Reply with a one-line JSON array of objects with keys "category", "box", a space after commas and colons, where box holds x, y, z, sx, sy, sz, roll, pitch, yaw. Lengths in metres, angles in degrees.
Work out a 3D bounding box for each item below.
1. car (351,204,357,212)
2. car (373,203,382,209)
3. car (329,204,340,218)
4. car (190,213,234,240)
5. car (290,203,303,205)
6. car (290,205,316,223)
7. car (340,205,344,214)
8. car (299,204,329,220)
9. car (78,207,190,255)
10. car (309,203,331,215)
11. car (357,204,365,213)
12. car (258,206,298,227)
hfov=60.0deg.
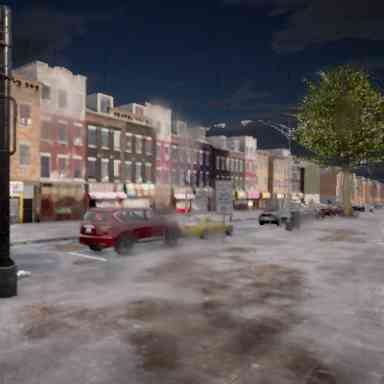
[{"category": "car", "box": [23.248, 2.655, 50.751, 2.008, 1.369, 4.403, -1, -2, 36]}, {"category": "car", "box": [45.847, 3.439, 82.305, 2.008, 1.369, 4.403, -1, -2, 36]}, {"category": "car", "box": [16.792, 2.433, 41.737, 1.887, 1.381, 4.507, -1, -2, 36]}, {"category": "car", "box": [0.748, 1.899, 19.336, 1.752, 1.417, 4.829, -1, -1, 36]}, {"category": "car", "box": [13.310, 2.168, 41.291, 2.097, 1.767, 4.553, 1, -1, 36]}, {"category": "car", "box": [10.334, 2.229, 32.721, 2.008, 1.369, 4.403, -1, -1, 36]}, {"category": "car", "box": [20.020, 2.436, 46.246, 1.967, 1.590, 4.097, -1, -2, 36]}, {"category": "car", "box": [13.563, 2.365, 37.228, 1.802, 1.307, 4.206, -1, -1, 36]}, {"category": "car", "box": [-2.580, 1.584, 14.694, 2.192, 1.841, 5.009, -1, -1, 36]}, {"category": "car", "box": [19.043, 2.484, 49.382, 1.882, 1.535, 5.008, 1, -1, 36]}, {"category": "car", "box": [29.180, 2.783, 58.813, 1.882, 1.535, 5.008, 1, -1, 36]}, {"category": "car", "box": [7.106, 2.141, 28.213, 1.947, 1.339, 4.313, -1, -1, 36]}]
